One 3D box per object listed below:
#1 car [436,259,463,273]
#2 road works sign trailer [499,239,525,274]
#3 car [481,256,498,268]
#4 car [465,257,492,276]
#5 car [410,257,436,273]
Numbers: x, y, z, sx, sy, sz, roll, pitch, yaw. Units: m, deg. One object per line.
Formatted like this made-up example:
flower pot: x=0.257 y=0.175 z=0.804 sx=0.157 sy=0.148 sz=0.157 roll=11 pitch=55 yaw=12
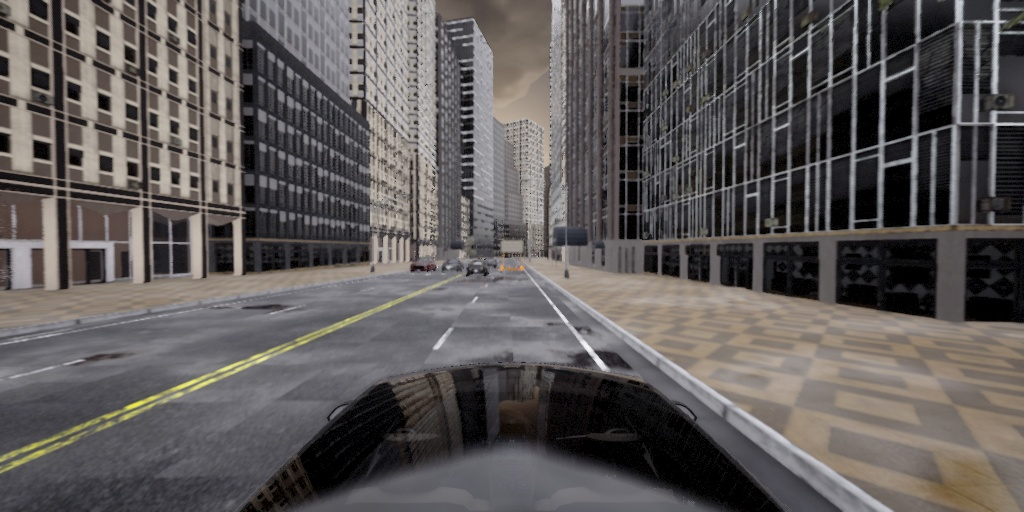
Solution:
car: x=-6.603 y=1.052 z=39.903 sx=2.128 sy=1.511 sz=4.902 roll=0 pitch=0 yaw=0
road works sign trailer: x=-0.009 y=0.038 z=36.926 sx=2.380 sy=3.560 sz=2.880 roll=0 pitch=0 yaw=1
car: x=-3.171 y=1.037 z=53.597 sx=2.033 sy=1.411 sz=5.357 roll=0 pitch=0 yaw=0
car: x=-3.164 y=1.115 z=33.757 sx=1.812 sy=1.442 sz=4.674 roll=0 pitch=0 yaw=0
car: x=-9.851 y=0.909 z=39.979 sx=2.097 sy=1.767 sz=4.553 roll=0 pitch=0 yaw=0
